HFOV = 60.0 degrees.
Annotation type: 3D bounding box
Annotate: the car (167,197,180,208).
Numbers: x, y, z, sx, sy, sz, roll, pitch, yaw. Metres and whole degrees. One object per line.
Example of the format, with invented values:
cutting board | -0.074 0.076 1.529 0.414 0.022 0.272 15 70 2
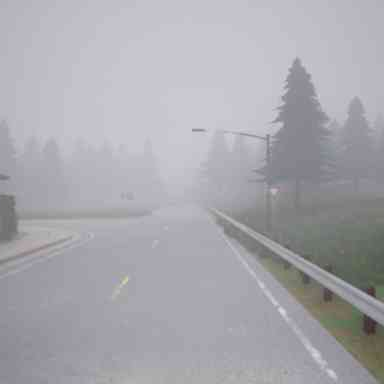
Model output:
car | -3.498 1.918 62.818 2.150 2.045 5.566 0 -1 0
